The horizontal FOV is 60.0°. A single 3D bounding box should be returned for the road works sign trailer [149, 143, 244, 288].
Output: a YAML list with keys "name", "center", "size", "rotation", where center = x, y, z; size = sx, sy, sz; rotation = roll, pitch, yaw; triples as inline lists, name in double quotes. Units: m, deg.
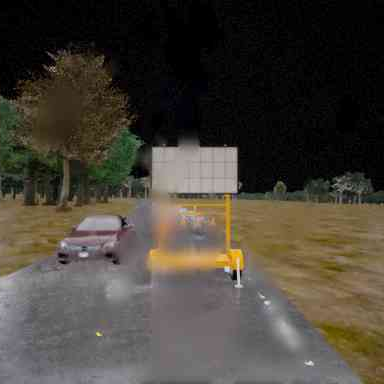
- name: "road works sign trailer"
  center: [0.071, 0.464, 9.224]
  size: [2.380, 3.560, 2.880]
  rotation: [0, 0, -2]

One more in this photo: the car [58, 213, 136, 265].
- name: "car"
  center: [-3.114, 1.522, 11.774]
  size: [1.812, 1.442, 4.674]
  rotation: [0, 0, -1]
